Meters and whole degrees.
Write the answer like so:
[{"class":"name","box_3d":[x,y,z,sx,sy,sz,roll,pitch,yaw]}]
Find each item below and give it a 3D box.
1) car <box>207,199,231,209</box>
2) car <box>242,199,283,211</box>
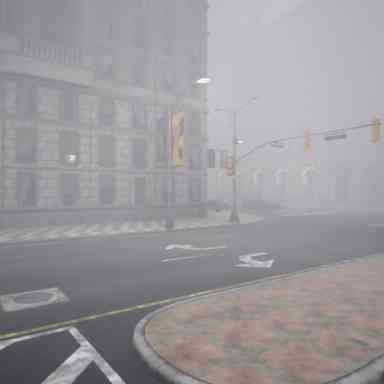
[{"class":"car","box_3d":[3.088,1.563,43.224,1.994,1.385,4.181,0,0,-36]},{"class":"car","box_3d":[8.659,1.547,41.447,2.033,1.411,5.357,0,0,-36]}]
